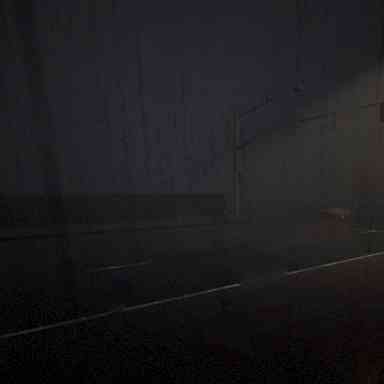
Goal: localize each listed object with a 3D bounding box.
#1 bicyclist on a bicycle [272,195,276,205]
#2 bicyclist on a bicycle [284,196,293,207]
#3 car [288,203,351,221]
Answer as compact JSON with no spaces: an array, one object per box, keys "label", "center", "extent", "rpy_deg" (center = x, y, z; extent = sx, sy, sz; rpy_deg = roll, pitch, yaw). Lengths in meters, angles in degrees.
[{"label":"bicyclist on a bicycle","center":[13.420,1.300,54.421],"extent":[0.582,1.620,1.656],"rpy_deg":[0,0,21]},{"label":"bicyclist on a bicycle","center":[14.422,1.453,49.513],"extent":[1.656,1.620,0.582],"rpy_deg":[0,0,-23]},{"label":"car","center":[10.397,1.601,27.580],"extent":[1.895,1.301,4.718],"rpy_deg":[0,0,-37]}]
